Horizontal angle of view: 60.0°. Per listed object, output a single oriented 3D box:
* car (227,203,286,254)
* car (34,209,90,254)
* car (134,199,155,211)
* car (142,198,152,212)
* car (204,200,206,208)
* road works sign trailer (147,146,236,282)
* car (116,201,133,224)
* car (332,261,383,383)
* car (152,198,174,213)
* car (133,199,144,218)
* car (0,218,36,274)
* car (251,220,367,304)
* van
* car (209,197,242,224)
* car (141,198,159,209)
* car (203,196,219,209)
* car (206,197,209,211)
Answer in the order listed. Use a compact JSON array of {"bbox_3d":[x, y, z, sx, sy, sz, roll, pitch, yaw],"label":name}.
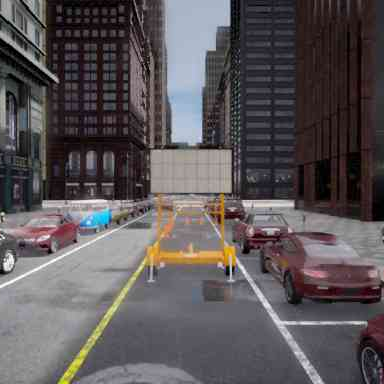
[{"bbox_3d":[2.728,1.441,13.467,1.967,1.590,4.097,0,0,0],"label":"car"},{"bbox_3d":[-5.796,1.583,13.443,1.802,1.307,4.206,0,0,0],"label":"car"},{"bbox_3d":[-5.861,1.585,41.625,1.947,1.339,4.313,0,0,0],"label":"car"},{"bbox_3d":[-5.848,1.580,35.989,1.947,1.339,4.313,0,0,0],"label":"car"},{"bbox_3d":[2.676,1.579,36.011,1.947,1.339,4.313,0,0,0],"label":"car"},{"bbox_3d":[-0.023,0.465,9.713,2.380,3.560,2.880,0,0,0],"label":"road works sign trailer"},{"bbox_3d":[-5.822,1.531,24.545,1.752,1.417,4.829,0,0,0],"label":"car"},{"bbox_3d":[2.755,1.582,2.194,1.802,1.307,4.206,0,0,0],"label":"car"},{"bbox_3d":[-3.088,1.563,38.295,2.033,1.411,5.357,0,0,0],"label":"car"},{"bbox_3d":[-5.835,1.591,30.352,1.802,1.307,4.206,0,0,0],"label":"car"},{"bbox_3d":[-5.784,1.551,7.805,2.008,1.369,4.403,0,0,0],"label":"car"},{"bbox_3d":[2.741,1.582,7.831,1.802,1.307,4.206,0,0,0],"label":"car"},{"bbox_3d":[-5.810,1.344,19.079,1.690,1.788,3.998,0,0,0],"label":"van"},{"bbox_3d":[2.701,1.321,24.738,2.192,1.841,5.009,0,0,0],"label":"car"},{"bbox_3d":[-5.874,1.575,47.262,2.008,1.369,4.403,0,0,0],"label":"car"},{"bbox_3d":[2.650,1.464,47.283,1.967,1.590,4.097,0,0,0],"label":"car"},{"bbox_3d":[2.688,1.324,30.375,2.192,1.841,5.009,0,0,0],"label":"car"}]
